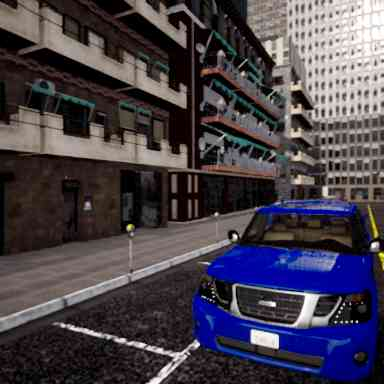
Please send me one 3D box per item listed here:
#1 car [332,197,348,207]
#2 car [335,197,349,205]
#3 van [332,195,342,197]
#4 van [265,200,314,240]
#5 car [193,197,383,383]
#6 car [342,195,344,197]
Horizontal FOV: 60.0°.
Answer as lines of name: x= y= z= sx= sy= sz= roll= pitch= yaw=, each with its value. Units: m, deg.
car: x=23.121 y=1.535 z=51.910 sx=1.947 sy=1.339 sz=4.313 roll=-1 pitch=0 yaw=27
car: x=25.678 y=1.510 z=56.834 sx=1.887 sy=1.381 sz=4.507 roll=-1 pitch=0 yaw=27
van: x=15.446 y=1.321 z=37.137 sx=1.690 sy=1.788 sz=3.998 roll=-1 pitch=0 yaw=27
van: x=5.215 y=1.333 z=17.439 sx=1.690 sy=1.788 sz=3.998 roll=-1 pitch=0 yaw=27
car: x=2.070 y=1.219 z=5.998 sx=2.150 sy=2.045 sz=5.566 roll=0 pitch=0 yaw=28
car: x=20.561 y=1.288 z=46.986 sx=2.192 sy=1.841 sz=5.009 roll=-1 pitch=0 yaw=27
